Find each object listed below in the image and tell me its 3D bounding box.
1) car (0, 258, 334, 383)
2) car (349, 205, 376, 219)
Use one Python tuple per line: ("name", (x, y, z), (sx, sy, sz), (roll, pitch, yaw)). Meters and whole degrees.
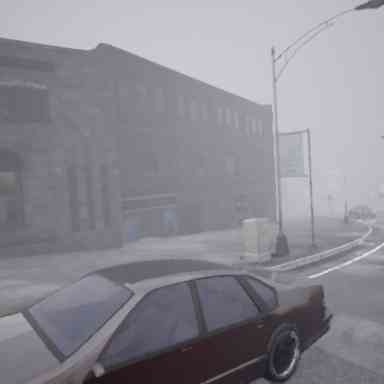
("car", (-0.480, 1.576, 3.848), (5.357, 1.411, 2.033), (0, -1, -38))
("car", (21.160, 2.414, 41.458), (2.097, 1.767, 4.553), (-3, -2, 10))
